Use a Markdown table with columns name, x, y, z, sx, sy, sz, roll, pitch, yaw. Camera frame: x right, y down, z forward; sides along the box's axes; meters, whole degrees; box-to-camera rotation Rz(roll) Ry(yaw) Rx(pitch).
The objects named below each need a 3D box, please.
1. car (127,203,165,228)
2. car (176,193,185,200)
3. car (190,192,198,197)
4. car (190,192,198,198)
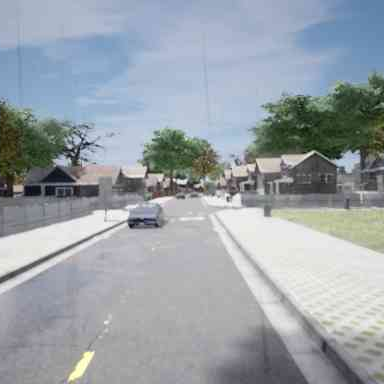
| name | x | y | z | sx | sy | sz | roll | pitch | yaw |
| --- | --- | --- | --- | --- | --- | --- | --- | --- | --- |
| car | -2.774 | 1.397 | 21.181 | 2.033 | 1.411 | 5.357 | -1 | 1 | 0 |
| car | -2.340 | 0.846 | 69.717 | 2.033 | 1.411 | 5.357 | -1 | 1 | 1 |
| car | 0.585 | 0.550 | 89.384 | 1.895 | 1.301 | 4.718 | -1 | 1 | 1 |
| car | 0.492 | 0.704 | 78.932 | 2.033 | 1.411 | 5.357 | -1 | 1 | 1 |
